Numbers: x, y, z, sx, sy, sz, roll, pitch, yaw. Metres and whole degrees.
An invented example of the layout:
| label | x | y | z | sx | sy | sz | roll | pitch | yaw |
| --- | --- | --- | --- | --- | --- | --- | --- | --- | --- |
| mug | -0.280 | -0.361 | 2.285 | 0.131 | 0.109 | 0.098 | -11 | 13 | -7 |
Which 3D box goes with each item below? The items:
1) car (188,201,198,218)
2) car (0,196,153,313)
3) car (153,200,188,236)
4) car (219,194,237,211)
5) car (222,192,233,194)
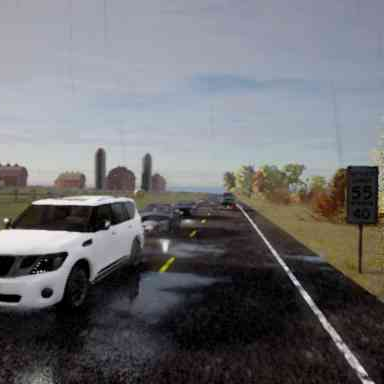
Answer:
| label | x | y | z | sx | sy | sz | roll | pitch | yaw |
| --- | --- | --- | --- | --- | --- | --- | --- | --- | --- |
| car | -0.628 | 1.409 | 27.903 | 1.994 | 1.385 | 4.181 | 1 | 0 | 6 |
| car | -2.803 | 1.137 | 7.917 | 2.150 | 2.045 | 5.566 | 1 | 0 | 9 |
| car | -1.722 | 1.370 | 17.910 | 2.128 | 1.511 | 4.902 | 1 | 0 | 6 |
| car | 4.248 | 1.367 | 39.061 | 1.837 | 1.490 | 4.892 | 1 | 0 | 6 |
| car | 5.258 | 1.052 | 49.032 | 2.150 | 2.045 | 5.566 | 1 | 0 | 6 |
